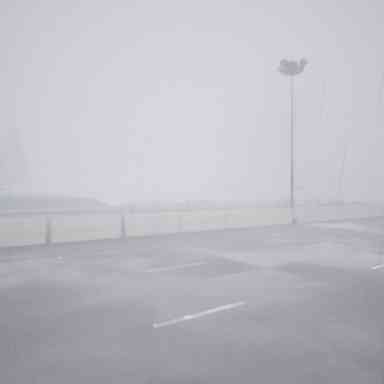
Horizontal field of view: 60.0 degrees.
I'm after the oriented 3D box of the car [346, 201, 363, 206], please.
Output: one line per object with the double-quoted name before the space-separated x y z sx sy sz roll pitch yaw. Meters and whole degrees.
"car" 19.405 1.713 39.393 4.718 1.301 1.895 1 0 -35
